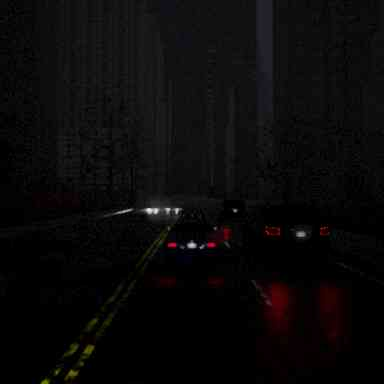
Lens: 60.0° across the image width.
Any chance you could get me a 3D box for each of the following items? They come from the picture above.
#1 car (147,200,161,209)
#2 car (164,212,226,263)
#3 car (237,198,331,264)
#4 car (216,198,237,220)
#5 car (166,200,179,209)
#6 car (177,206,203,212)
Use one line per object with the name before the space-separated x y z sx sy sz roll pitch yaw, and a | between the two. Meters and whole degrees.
car | -6.539 2.074 57.530 2.128 1.511 4.902 0 -1 0
car | 0.003 1.684 12.511 2.033 1.411 5.357 0 -1 0
car | 3.253 1.362 12.565 2.150 2.045 5.566 0 0 0
car | 3.249 1.517 27.567 2.150 2.045 5.566 0 0 0
car | -3.289 2.089 57.550 1.837 1.490 4.892 0 -1 0
car | 0.005 1.900 28.229 1.895 1.301 4.718 0 -1 0
